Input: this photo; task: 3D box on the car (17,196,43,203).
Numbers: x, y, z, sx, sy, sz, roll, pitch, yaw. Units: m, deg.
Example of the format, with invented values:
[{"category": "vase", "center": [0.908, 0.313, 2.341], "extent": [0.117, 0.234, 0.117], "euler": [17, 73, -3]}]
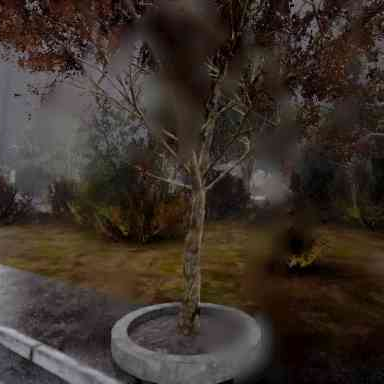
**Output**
[{"category": "car", "center": [-22.076, 1.216, 44.936], "extent": [2.033, 1.411, 5.357], "euler": [1, 0, 32]}]
